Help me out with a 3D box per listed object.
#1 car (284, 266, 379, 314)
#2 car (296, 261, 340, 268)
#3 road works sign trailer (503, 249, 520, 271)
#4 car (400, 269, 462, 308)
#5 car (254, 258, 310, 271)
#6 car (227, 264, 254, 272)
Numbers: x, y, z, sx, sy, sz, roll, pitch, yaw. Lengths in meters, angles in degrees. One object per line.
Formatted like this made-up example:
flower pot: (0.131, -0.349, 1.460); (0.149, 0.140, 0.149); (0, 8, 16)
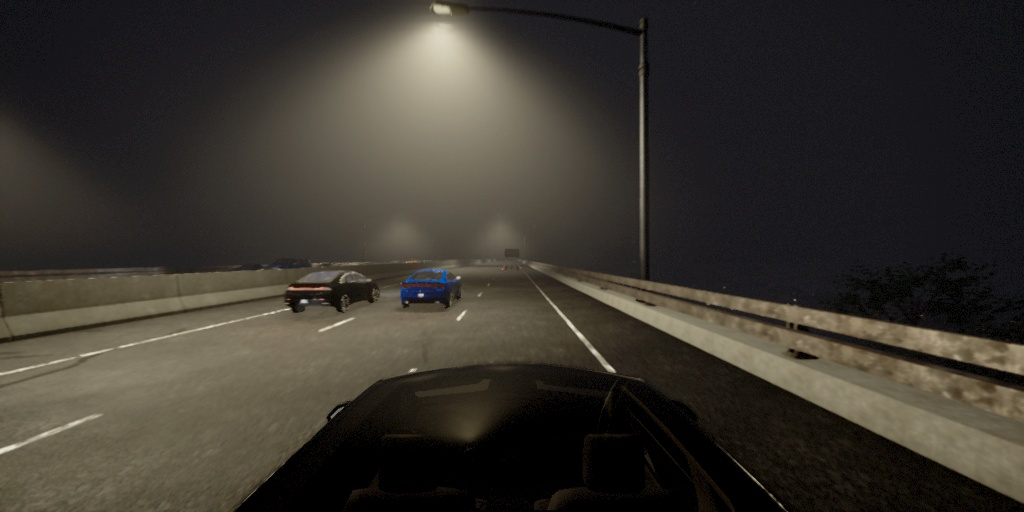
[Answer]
car: (-6.900, 1.322, 14.317); (2.128, 1.511, 4.902); (0, 0, 0)
car: (-17.579, 1.443, 33.842); (2.128, 1.511, 4.902); (0, -1, 0)
road works sign trailer: (-0.008, 0.548, 57.579); (2.380, 3.560, 2.880); (0, 0, 0)
car: (-3.400, 1.318, 15.865); (1.882, 1.535, 5.008); (0, 0, 0)
car: (-21.077, 1.175, 33.853); (2.150, 2.045, 5.566); (0, -1, 0)
car: (-24.577, 1.475, 33.754); (1.812, 1.442, 4.674); (0, -1, 0)
